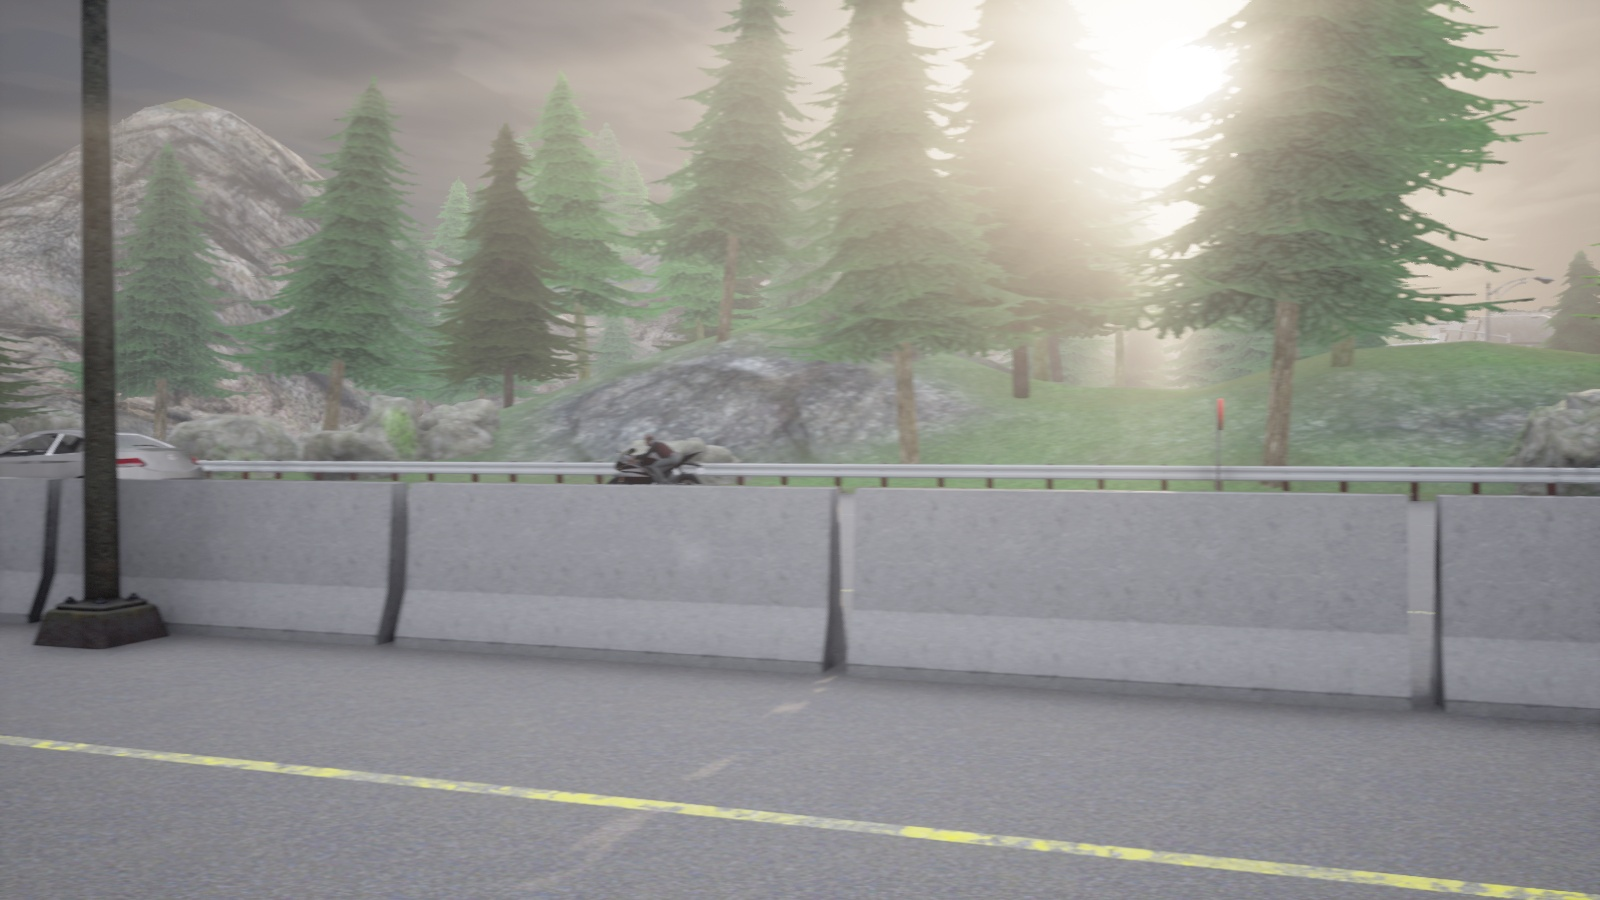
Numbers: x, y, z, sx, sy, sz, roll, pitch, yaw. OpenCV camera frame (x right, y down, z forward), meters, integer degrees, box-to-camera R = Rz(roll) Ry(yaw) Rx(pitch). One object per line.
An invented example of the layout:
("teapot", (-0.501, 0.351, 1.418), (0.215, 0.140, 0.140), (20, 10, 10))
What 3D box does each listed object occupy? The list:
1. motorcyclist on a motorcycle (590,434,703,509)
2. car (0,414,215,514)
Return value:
("motorcyclist on a motorcycle", (-3.226, 0.425, 26.435), (2.191, 1.530, 0.866), (1, 1, 19))
("car", (-13.268, 0.194, 22.425), (5.027, 1.651, 2.152), (1, 1, 19))
